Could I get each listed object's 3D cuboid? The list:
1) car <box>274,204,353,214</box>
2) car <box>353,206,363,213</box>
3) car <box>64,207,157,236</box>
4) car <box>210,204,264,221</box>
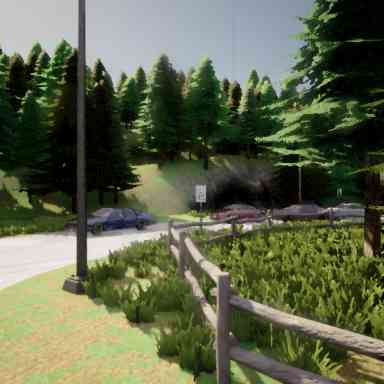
[{"bbox_3d":[8.474,1.574,23.949,5.357,1.411,2.033,0,0,-16],"label":"car"},{"bbox_3d":[12.992,1.628,28.079,4.718,1.301,1.895,0,0,-6],"label":"car"},{"bbox_3d":[-4.467,1.574,19.138,2.033,1.411,5.357,0,0,41],"label":"car"},{"bbox_3d":[3.474,1.591,25.180,4.181,1.385,1.994,0,0,-26],"label":"car"}]
